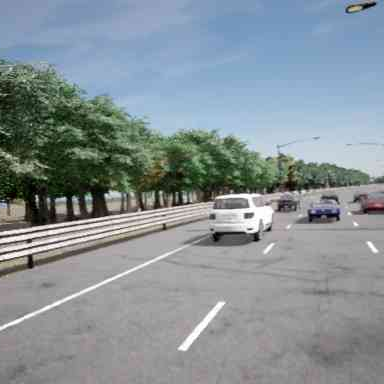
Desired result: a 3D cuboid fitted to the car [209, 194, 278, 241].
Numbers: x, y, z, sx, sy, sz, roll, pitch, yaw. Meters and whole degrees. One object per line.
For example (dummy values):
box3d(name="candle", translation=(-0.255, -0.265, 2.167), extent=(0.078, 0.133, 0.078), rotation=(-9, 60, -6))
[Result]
box3d(name="car", translation=(2.538, 1.119, 16.184), extent=(2.150, 2.045, 5.566), rotation=(-3, 0, 22))

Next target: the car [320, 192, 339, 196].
box3d(name="car", translation=(15.861, 0.698, 38.350), extent=(1.882, 1.535, 5.008), rotation=(-3, 0, 24))

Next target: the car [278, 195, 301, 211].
box3d(name="car", translation=(9.688, 1.054, 33.075), extent=(1.837, 1.490, 4.892), rotation=(-3, 0, 24))

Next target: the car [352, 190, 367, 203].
box3d(name="car", translation=(20.599, 0.489, 40.325), extent=(1.812, 1.442, 4.674), rotation=(-3, 0, 24))

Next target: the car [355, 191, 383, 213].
box3d(name="car", translation=(14.075, 0.845, 25.627), extent=(1.994, 1.385, 4.181), rotation=(-3, 0, 23))

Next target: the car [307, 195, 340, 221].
box3d(name="car", translation=(8.850, 1.165, 22.270), extent=(1.895, 1.301, 4.718), rotation=(-3, 0, 23))
